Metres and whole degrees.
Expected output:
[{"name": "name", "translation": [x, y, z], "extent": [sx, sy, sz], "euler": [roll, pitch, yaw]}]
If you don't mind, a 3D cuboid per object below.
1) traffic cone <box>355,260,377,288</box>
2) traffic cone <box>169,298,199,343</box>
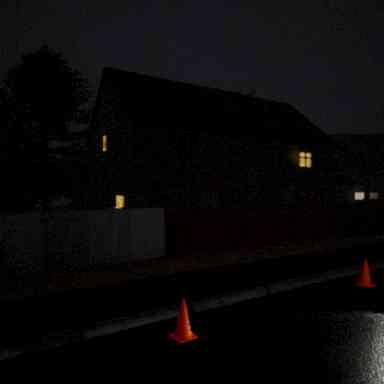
[{"name": "traffic cone", "translation": [4.126, 1.913, 7.893], "extent": [0.340, 0.580, 0.340], "euler": [0, 0, -32]}, {"name": "traffic cone", "translation": [-0.130, 1.936, 5.120], "extent": [0.340, 0.580, 0.340], "euler": [0, 0, -34]}]
